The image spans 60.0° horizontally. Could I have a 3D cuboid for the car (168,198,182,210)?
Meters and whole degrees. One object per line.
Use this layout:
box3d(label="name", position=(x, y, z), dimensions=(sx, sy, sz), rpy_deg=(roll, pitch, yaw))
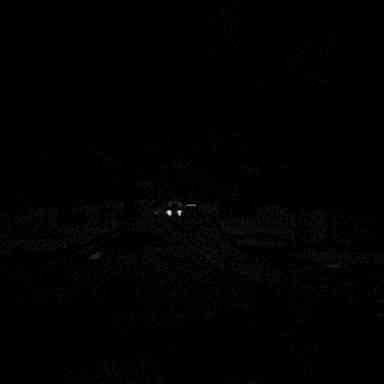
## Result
box3d(label="car", position=(-2.744, 1.976, 55.272), dimensions=(2.150, 2.045, 5.566), rpy_deg=(0, -1, 0))

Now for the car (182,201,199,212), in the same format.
box3d(label="car", position=(0.007, 2.147, 49.880), dimensions=(2.128, 1.511, 4.902), rpy_deg=(0, -1, 0))

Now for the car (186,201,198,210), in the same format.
box3d(label="car", position=(0.007, 2.343, 60.299), dimensions=(2.128, 1.511, 4.902), rpy_deg=(0, -1, 0))
